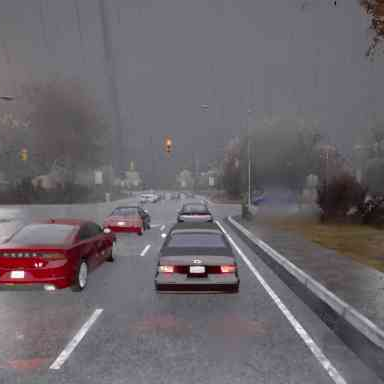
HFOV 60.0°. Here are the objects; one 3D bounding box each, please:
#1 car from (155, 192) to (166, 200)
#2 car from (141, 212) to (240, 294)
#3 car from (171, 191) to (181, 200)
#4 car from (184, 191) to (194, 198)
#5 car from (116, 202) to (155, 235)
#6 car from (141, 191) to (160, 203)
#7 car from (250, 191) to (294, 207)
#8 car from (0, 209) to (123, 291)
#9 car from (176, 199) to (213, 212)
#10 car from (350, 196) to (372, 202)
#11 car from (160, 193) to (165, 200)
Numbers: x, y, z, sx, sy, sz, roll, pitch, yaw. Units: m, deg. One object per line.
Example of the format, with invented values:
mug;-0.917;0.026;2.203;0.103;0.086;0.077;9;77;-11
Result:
car;-7.107;0.873;75.760;2.128;1.511;4.902;0;1;-1
car;0.102;1.516;8.883;2.033;1.411;5.357;0;0;0
car;-3.533;0.893;73.211;2.128;1.511;4.902;0;1;-1
car;-0.473;0.716;86.142;2.128;1.511;4.902;0;1;-4
car;-3.395;1.458;17.943;1.994;1.385;4.181;0;0;0
car;-7.082;0.791;55.199;2.150;2.045;5.566;0;1;0
car;10.325;0.896;43.005;5.566;2.045;2.150;0;1;-2
car;-3.396;1.445;8.956;1.882;1.535;5.008;0;0;0
car;0.133;1.380;18.575;2.128;1.511;4.902;0;0;-1
car;23.589;1.217;43.712;5.357;1.411;2.033;0;0;-3
car;-7.039;0.963;65.371;2.128;1.511;4.902;0;1;0
